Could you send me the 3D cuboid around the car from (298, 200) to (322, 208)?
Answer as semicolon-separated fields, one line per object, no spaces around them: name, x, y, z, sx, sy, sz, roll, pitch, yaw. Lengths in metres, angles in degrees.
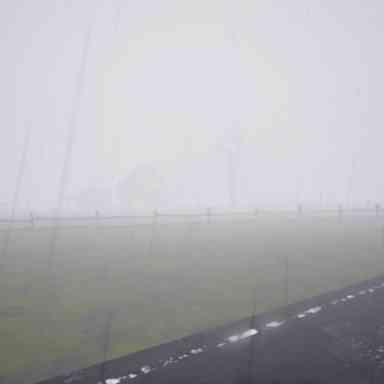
car;21.977;2.168;62.408;2.033;1.411;5.357;1;-1;-17
